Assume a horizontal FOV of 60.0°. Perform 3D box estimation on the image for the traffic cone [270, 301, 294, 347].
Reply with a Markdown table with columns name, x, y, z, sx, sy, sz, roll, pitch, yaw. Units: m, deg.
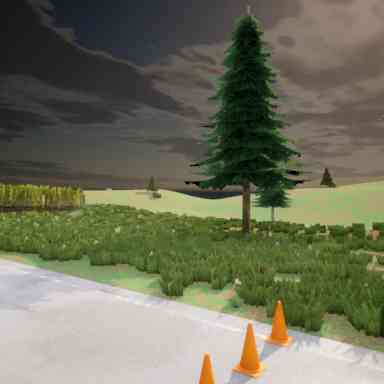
| name | x | y | z | sx | sy | sz | roll | pitch | yaw |
| --- | --- | --- | --- | --- | --- | --- | --- | --- | --- |
| traffic cone | 1.324 | 1.955 | 5.047 | 0.340 | 0.580 | 0.340 | 0 | 0 | 36 |

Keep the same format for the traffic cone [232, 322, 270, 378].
| name | x | y | z | sx | sy | sz | roll | pitch | yaw |
| --- | --- | --- | --- | --- | --- | --- | --- | --- | --- |
| traffic cone | 0.739 | 1.955 | 4.235 | 0.340 | 0.580 | 0.340 | 0 | 0 | 36 |

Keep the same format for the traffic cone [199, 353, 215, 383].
| name | x | y | z | sx | sy | sz | roll | pitch | yaw |
| --- | --- | --- | --- | --- | --- | --- | --- | --- | --- |
| traffic cone | 0.154 | 1.955 | 3.424 | 0.340 | 0.580 | 0.340 | 0 | 0 | 36 |
